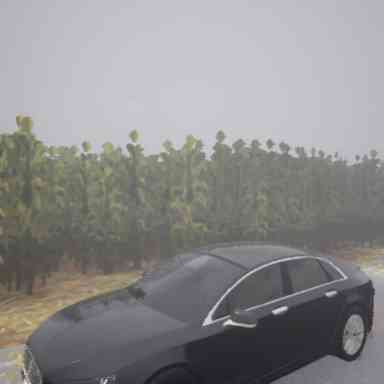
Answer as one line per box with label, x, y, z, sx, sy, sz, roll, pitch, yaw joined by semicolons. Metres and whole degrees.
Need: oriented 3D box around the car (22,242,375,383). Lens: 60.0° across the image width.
car;0.506;1.498;4.370;4.892;1.490;1.837;0;0;-35
